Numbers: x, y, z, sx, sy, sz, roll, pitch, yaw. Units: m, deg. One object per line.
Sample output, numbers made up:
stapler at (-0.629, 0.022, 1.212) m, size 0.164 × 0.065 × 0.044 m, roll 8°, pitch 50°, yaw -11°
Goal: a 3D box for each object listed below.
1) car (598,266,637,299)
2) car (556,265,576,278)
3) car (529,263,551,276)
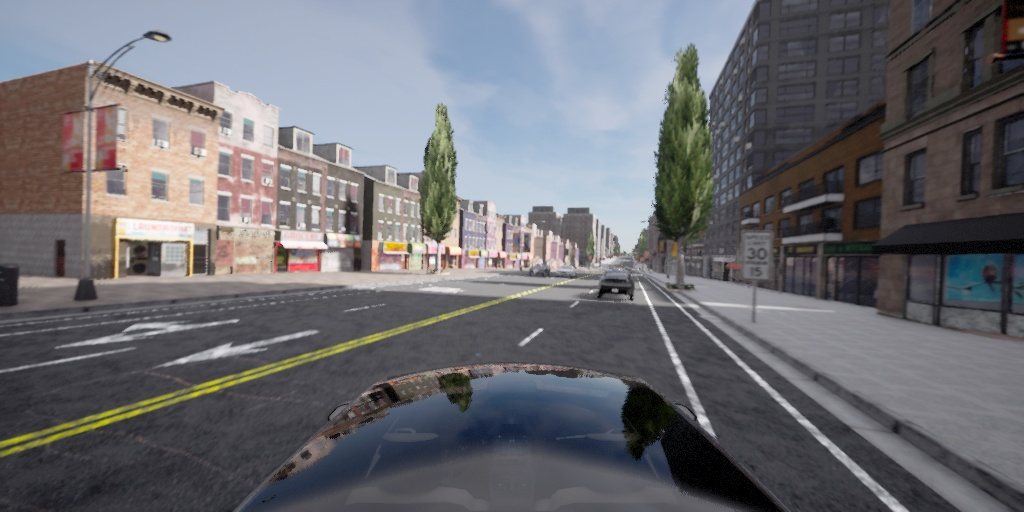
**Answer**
car at (6.015, 1.555, 20.540) m, size 1.837 × 1.490 × 4.892 m, roll 2°, pitch 0°, yaw 18°
car at (6.556, 1.814, 42.962) m, size 1.812 × 1.442 × 4.674 m, roll 2°, pitch -1°, yaw 18°
car at (3.473, 1.664, 43.980) m, size 2.128 × 1.511 × 4.902 m, roll 2°, pitch -1°, yaw 18°
